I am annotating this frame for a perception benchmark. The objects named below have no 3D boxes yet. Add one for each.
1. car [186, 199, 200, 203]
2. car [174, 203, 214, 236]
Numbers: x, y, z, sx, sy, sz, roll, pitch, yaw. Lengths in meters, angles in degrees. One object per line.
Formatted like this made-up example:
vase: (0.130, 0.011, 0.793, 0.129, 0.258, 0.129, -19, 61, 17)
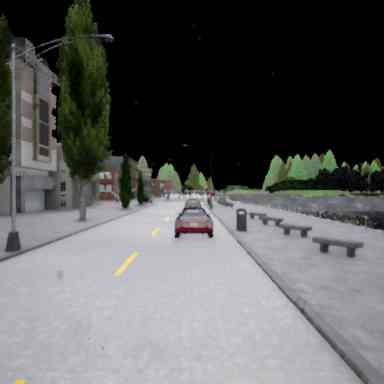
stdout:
car: (0.101, 1.454, 35.548, 2.033, 1.411, 5.357, 0, 0, 0)
car: (0.100, 1.517, 17.936, 1.994, 1.385, 4.181, 0, 0, 0)
